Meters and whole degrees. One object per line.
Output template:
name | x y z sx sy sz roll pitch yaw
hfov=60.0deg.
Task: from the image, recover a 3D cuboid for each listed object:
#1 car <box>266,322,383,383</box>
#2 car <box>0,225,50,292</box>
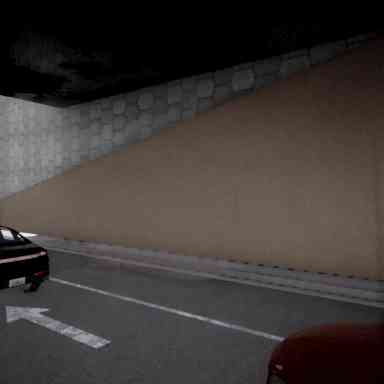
car | 2.734 1.526 1.934 4.674 1.442 1.812 0 0 36
car | -5.287 1.492 7.713 4.902 1.511 2.128 0 0 35
